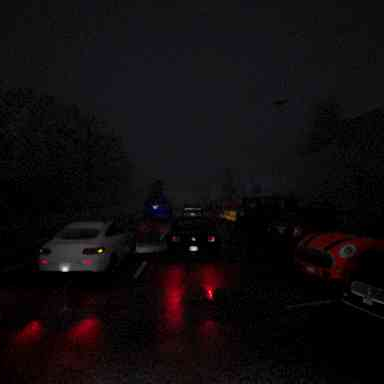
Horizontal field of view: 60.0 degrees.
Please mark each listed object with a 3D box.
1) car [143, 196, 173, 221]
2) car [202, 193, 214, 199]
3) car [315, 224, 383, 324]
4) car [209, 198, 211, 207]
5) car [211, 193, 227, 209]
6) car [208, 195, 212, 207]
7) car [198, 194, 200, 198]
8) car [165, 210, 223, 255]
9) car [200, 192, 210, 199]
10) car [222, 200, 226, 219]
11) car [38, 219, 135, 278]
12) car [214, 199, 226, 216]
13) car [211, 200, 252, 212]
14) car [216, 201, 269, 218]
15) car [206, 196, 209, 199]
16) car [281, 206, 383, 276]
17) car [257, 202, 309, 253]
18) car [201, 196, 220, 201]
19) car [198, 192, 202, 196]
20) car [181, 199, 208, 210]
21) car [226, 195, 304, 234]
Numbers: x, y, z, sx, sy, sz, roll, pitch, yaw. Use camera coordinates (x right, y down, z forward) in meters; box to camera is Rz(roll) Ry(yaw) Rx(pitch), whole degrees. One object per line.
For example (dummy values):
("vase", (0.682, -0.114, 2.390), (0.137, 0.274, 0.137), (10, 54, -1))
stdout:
("car", (-2.949, 1.367, 29.242), (2.150, 2.045, 5.566), (0, -1, 0))
("car", (5.036, 1.574, 54.149), (5.566, 2.045, 2.435), (1, 0, -20))
("car", (5.071, 1.503, 6.113), (4.892, 1.521, 2.231), (1, 0, -20))
("car", (5.018, 1.726, 39.124), (5.008, 1.535, 2.097), (1, -1, -20))
("car", (5.015, 1.389, 30.107), (5.566, 2.045, 2.435), (1, 0, -20))
("car", (5.050, 1.652, 45.136), (4.553, 1.767, 2.185), (1, 0, -20))
("car", (4.942, 1.726, 87.152), (4.792, 1.488, 2.163), (1, 1, -20))
("car", (0.068, 1.642, 13.539), (1.895, 1.301, 4.718), (0, 0, 0))
("car", (4.974, 1.578, 63.129), (5.566, 2.045, 2.435), (1, 1, -20))
("car", (5.216, 1.591, 24.187), (5.366, 1.575, 1.946), (1, -1, -20))
("car", (-2.953, 1.552, 10.081), (1.812, 1.442, 4.674), (0, 0, 0))
("car", (4.865, 1.608, 27.052), (5.366, 1.575, 1.946), (1, 0, -20))
("car", (5.024, 1.794, 42.124), (4.674, 1.452, 2.002), (1, 0, -20))
("car", (5.006, 1.696, 33.107), (4.792, 1.488, 2.163), (1, 0, -20))
("car", (5.036, 1.843, 51.149), (4.792, 1.488, 2.163), (1, -1, -20))
("car", (5.094, 1.385, 9.124), (4.553, 1.767, 2.185), (1, 0, -20))
("car", (5.028, 1.395, 12.110), (4.553, 1.767, 2.185), (1, -1, -20))
("car", (4.960, 1.718, 90.170), (4.674, 1.452, 2.002), (1, 0, -20))
("car", (4.933, 1.533, 93.142), (4.553, 1.767, 2.185), (1, 0, -20))
("car", (0.050, 1.646, 30.085), (2.128, 1.511, 4.902), (0, -1, 0))
("car", (5.077, 1.299, 18.137), (5.566, 2.045, 2.435), (1, -1, -20))
